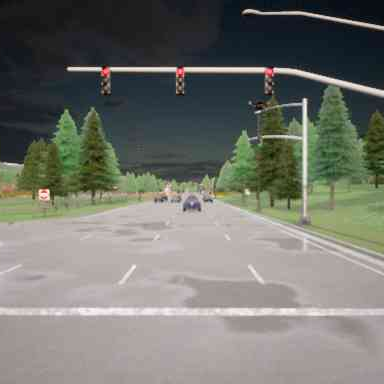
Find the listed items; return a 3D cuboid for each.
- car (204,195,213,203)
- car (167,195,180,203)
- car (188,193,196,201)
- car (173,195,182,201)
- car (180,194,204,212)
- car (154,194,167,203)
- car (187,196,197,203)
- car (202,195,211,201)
[{"bbox_3d":[3.504,1.614,70.943,1.895,1.301,4.718,0,0,0],"label":"car"},{"bbox_3d":[-3.496,1.557,70.496,2.033,1.411,5.357,0,0,0],"label":"car"},{"bbox_3d":[0.005,1.217,80.886,2.097,1.767,4.553,0,0,0],"label":"car"},{"bbox_3d":[-3.495,1.402,80.916,2.033,1.411,5.357,0,0,0],"label":"car"},{"bbox_3d":[0.003,1.367,39.853,2.097,1.767,4.553,0,0,0],"label":"car"},{"bbox_3d":[-6.996,1.542,70.913,1.812,1.442,4.674,0,0,0],"label":"car"},{"bbox_3d":[0.004,1.570,70.880,1.994,1.385,4.181,0,0,0],"label":"car"},{"bbox_3d":[3.505,1.402,80.916,2.033,1.411,5.357,0,0,0],"label":"car"}]
